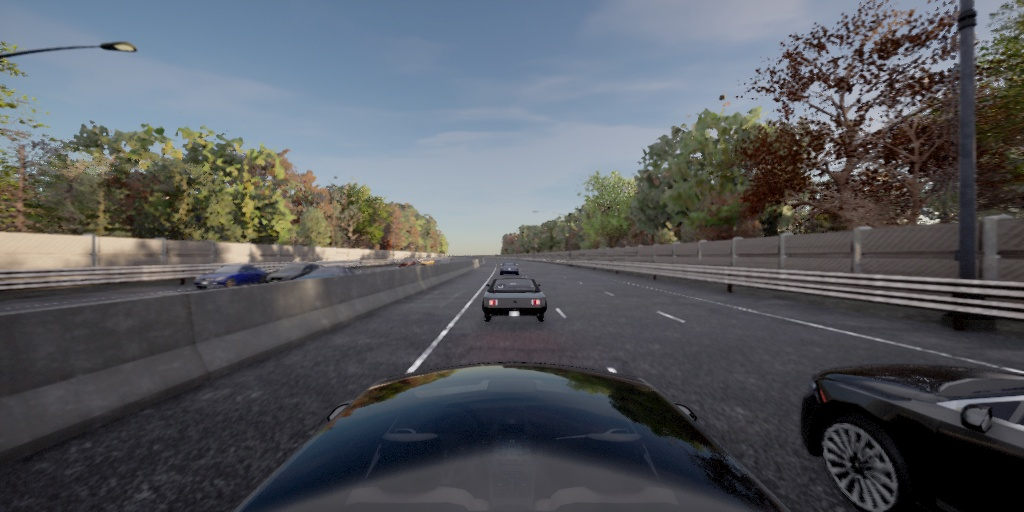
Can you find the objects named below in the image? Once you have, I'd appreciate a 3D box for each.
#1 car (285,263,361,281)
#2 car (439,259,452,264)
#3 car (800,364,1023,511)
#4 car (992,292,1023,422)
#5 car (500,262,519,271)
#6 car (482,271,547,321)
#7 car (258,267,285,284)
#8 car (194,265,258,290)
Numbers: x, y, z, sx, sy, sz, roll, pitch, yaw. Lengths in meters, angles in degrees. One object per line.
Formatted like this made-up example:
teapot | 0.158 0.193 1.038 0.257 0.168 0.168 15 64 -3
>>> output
car | -10.714 1.306 21.362 2.033 1.411 5.357 0 0 -1
car | -11.594 1.273 63.094 1.837 1.490 4.892 0 0 -1
car | 3.593 1.240 1.327 2.128 1.511 4.902 0 0 0
car | 7.093 1.226 2.090 1.882 1.535 5.008 0 0 0
car | -0.302 1.328 39.126 1.994 1.385 4.181 0 0 -1
car | 0.062 1.355 12.421 1.895 1.301 4.718 0 0 0
car | -14.248 1.264 24.003 1.837 1.490 4.892 0 0 -1
car | -17.724 1.285 22.979 1.812 1.442 4.674 0 0 -1
